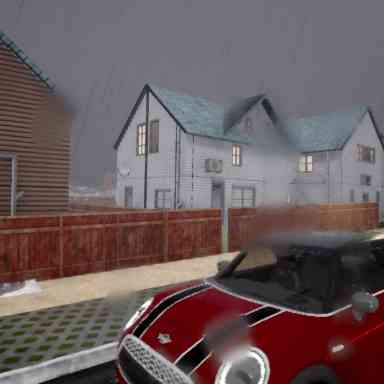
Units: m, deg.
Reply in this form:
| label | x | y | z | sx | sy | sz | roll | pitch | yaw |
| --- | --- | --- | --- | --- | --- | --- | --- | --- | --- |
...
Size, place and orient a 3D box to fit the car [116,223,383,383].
| label | x | y | z | sx | sy | sz | roll | pitch | yaw |
| --- | --- | --- | --- | --- | --- | --- | --- | --- | --- |
| car | 1.390 | 1.353 | 4.190 | 4.553 | 1.767 | 2.097 | 0 | 0 | -37 |
